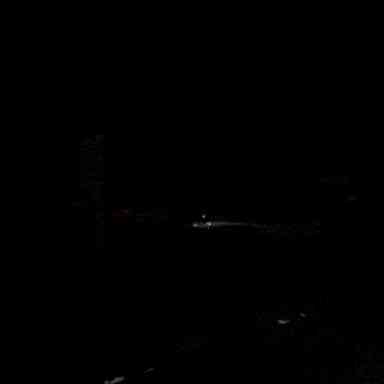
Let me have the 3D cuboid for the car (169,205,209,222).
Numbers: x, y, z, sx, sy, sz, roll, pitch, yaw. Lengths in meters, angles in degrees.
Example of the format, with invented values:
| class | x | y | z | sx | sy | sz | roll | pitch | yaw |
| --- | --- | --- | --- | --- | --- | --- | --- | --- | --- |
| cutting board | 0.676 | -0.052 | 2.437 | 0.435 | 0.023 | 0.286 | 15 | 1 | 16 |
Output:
| class | x | y | z | sx | sy | sz | roll | pitch | yaw |
| --- | --- | --- | --- | --- | --- | --- | --- | --- | --- |
| car | -0.358 | 2.016 | 31.886 | 2.128 | 1.511 | 4.902 | -1 | 0 | -36 |

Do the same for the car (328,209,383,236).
| class | x | y | z | sx | sy | sz | roll | pitch | yaw |
| --- | --- | --- | --- | --- | --- | --- | --- | --- | --- |
| car | 9.743 | 1.654 | 17.746 | 2.128 | 1.511 | 4.902 | -1 | -1 | -36 |

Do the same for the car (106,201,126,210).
| class | x | y | z | sx | sy | sz | roll | pitch | yaw |
| --- | --- | --- | --- | --- | --- | --- | --- | --- | --- |
| car | -12.783 | 2.236 | 55.646 | 1.895 | 1.301 | 4.718 | -1 | 1 | -35 |
